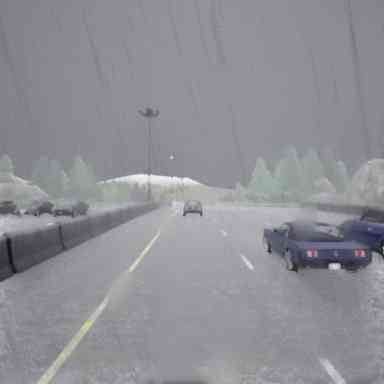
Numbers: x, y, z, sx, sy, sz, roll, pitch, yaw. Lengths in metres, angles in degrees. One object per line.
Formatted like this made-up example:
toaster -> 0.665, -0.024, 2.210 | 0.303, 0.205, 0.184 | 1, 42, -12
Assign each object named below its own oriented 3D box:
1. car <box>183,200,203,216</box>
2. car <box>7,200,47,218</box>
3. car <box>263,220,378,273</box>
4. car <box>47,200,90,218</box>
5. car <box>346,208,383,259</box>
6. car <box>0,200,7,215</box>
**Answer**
car -> 0.093, 1.529, 32.397 | 2.033, 1.411, 5.357 | 0, 0, 0
car -> -14.020, 1.459, 30.000 | 2.128, 1.511, 4.902 | 0, 0, 0
car -> 3.598, 1.581, 10.595 | 1.895, 1.301, 4.718 | 0, 0, 0
car -> -10.529, 1.440, 29.255 | 1.882, 1.535, 5.008 | 0, -1, 1
car -> 7.097, 1.330, 11.939 | 2.097, 1.767, 4.553 | 0, 0, 0
car -> -17.521, 1.474, 30.005 | 1.837, 1.490, 4.892 | 0, -1, 0
